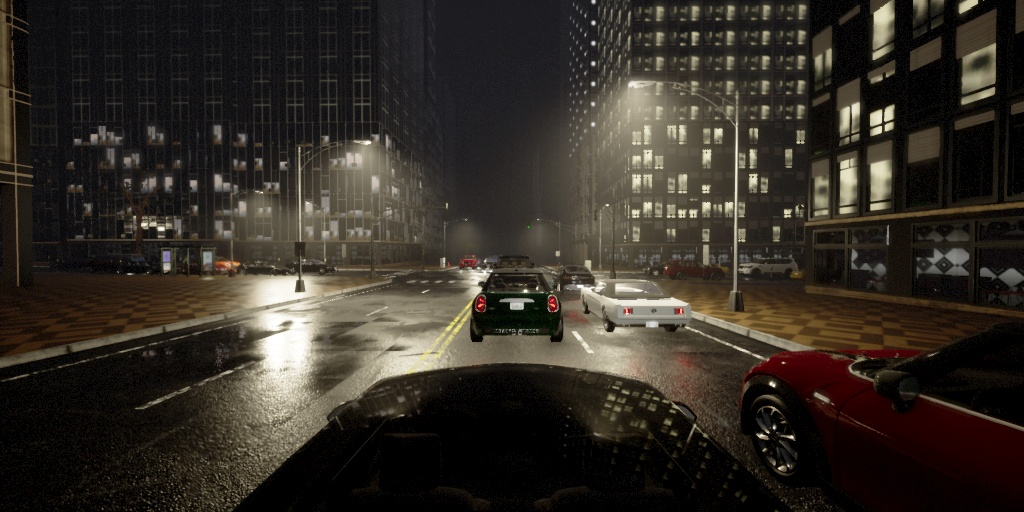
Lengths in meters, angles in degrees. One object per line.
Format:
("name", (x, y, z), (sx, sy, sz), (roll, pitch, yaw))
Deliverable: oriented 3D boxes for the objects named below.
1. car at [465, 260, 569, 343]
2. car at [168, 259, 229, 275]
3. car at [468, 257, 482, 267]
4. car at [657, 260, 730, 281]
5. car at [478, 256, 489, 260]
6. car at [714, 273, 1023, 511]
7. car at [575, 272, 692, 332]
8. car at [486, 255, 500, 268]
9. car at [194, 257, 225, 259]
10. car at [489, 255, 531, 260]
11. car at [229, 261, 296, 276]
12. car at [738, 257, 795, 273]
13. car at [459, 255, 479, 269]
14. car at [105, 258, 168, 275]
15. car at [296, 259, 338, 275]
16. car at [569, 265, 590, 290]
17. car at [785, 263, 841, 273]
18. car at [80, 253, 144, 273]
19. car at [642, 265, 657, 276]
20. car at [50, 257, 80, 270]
("car", (0.109, 1.099, 9.864), (2.097, 1.767, 4.553), (0, 0, 0))
("car", (-28.382, 1.138, 32.884), (4.207, 1.307, 1.802), (0, 0, 1))
("car", (-6.496, 1.054, 63.536), (2.097, 1.767, 4.553), (0, 0, 0))
("car", (16.226, 1.268, 32.175), (5.009, 1.841, 2.192), (0, 0, 1))
("car", (-3.290, 1.206, 52.403), (2.128, 1.511, 4.902), (0, 0, 0))
("car", (3.350, 1.102, 1.778), (2.097, 1.767, 4.553), (0, 0, 0))
("car", (3.360, 1.347, 10.797), (1.895, 1.301, 4.718), (0, 0, 0))
("car", (-3.259, 0.925, 62.565), (2.150, 2.045, 5.566), (0, 0, 0))
("car", (-29.391, 0.855, 35.594), (4.553, 1.767, 2.097), (1, 1, 1))
("car", (0.119, 0.962, 19.580), (2.150, 2.045, 5.566), (0, 0, 0))
("car", (-22.698, 1.173, 32.744), (4.313, 1.339, 1.948), (0, 0, 1))
("car", (26.856, 1.174, 37.753), (5.566, 2.045, 2.150), (1, 1, 1))
("car", (-6.542, 0.935, 53.938), (2.150, 2.045, 5.566), (0, 0, 0))
("car", (-34.063, 1.069, 33.063), (4.313, 1.339, 1.948), (0, 0, 1))
("car", (-19.774, 1.081, 35.389), (4.902, 1.511, 2.128), (1, 1, 1))
("car", (3.370, 1.246, 20.137), (1.837, 1.490, 4.892), (0, 0, 0))
("car", (27.674, 1.578, 31.965), (4.829, 1.417, 1.751), (0, 0, 1))
("car", (-39.386, 0.764, 35.814), (4.553, 1.767, 2.097), (1, 1, 1))
("car", (16.386, 1.366, 37.945), (4.892, 1.490, 1.837), (1, 1, 1))
("car", (-46.844, 0.839, 39.167), (5.357, 1.411, 2.033), (1, 1, 1))
